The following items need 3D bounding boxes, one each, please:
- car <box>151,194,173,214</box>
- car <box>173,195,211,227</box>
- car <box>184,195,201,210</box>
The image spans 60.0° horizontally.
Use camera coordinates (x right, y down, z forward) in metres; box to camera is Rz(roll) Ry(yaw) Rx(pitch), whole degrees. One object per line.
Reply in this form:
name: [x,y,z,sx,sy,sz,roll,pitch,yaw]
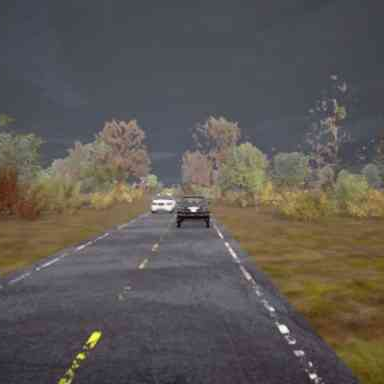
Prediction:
car: [-3.020,1.218,35.772,2.150,2.045,5.566,0,0,0]
car: [0.108,1.220,22.909,2.150,2.045,5.566,0,0,0]
car: [0.093,1.338,42.530,2.097,1.767,4.553,0,0,0]
